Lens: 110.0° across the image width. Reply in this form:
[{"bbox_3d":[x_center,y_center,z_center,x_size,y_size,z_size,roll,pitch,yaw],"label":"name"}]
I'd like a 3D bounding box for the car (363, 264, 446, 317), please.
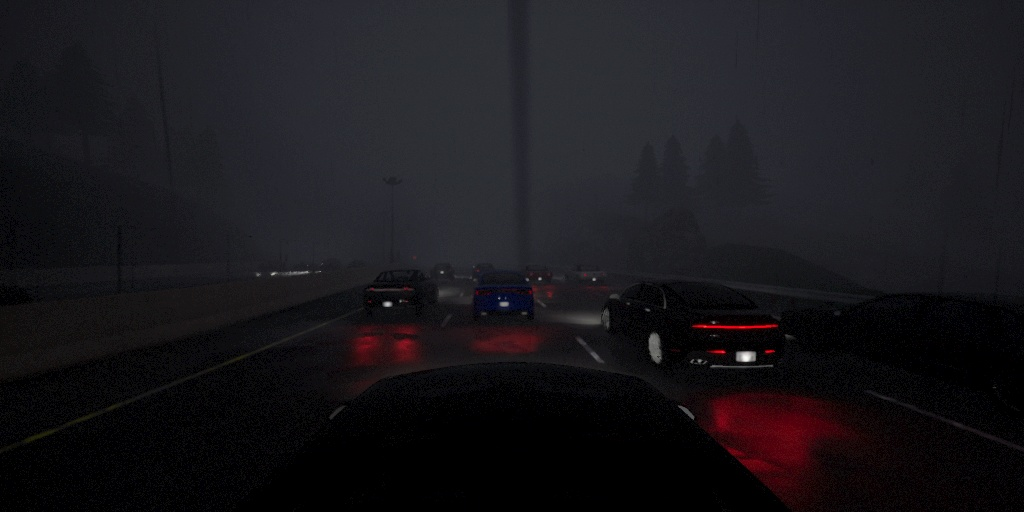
[{"bbox_3d":[-3.909,1.234,13.220,2.128,1.511,4.902,0,0,-4],"label":"car"}]

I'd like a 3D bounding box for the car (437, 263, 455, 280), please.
[{"bbox_3d":[-5.997,1.286,31.109,1.994,1.385,4.181,0,0,-9],"label":"car"}]

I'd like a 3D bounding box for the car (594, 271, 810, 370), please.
[{"bbox_3d":[3.384,1.239,7.732,1.837,1.490,4.892,0,0,-2],"label":"car"}]

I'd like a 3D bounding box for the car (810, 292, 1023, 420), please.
[{"bbox_3d":[6.989,1.277,5.666,2.033,1.411,5.357,0,0,-1],"label":"car"}]

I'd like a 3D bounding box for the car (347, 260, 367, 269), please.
[{"bbox_3d":[-20.612,1.277,47.980,2.033,1.411,5.357,0,0,-15],"label":"car"}]

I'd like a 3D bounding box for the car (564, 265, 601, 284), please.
[{"bbox_3d":[5.312,1.305,26.618,1.895,1.301,4.718,0,0,-7],"label":"car"}]

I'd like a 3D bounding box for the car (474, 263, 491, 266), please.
[{"bbox_3d":[-2.329,1.279,30.271,1.994,1.385,4.181,0,0,-9],"label":"car"}]

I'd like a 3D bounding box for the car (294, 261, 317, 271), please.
[{"bbox_3d":[-28.242,1.345,49.138,1.895,1.301,4.718,0,0,-16],"label":"car"}]

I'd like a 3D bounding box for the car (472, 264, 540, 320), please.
[{"bbox_3d":[-0.365,1.213,12.680,1.882,1.535,5.008,0,0,-4],"label":"car"}]

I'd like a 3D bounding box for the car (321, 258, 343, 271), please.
[{"bbox_3d":[-24.589,1.089,48.996,2.097,1.767,4.553,0,0,-16],"label":"car"}]

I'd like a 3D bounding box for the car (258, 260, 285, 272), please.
[{"bbox_3d":[-31.168,1.231,46.610,1.882,1.535,5.008,0,0,-16],"label":"car"}]

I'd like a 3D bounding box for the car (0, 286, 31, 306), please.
[{"bbox_3d":[-14.318,1.263,7.905,2.128,1.511,4.902,0,0,-3],"label":"car"}]

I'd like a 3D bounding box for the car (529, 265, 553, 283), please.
[{"bbox_3d":[1.674,1.311,27.416,1.895,1.301,4.718,0,0,-8],"label":"car"}]
